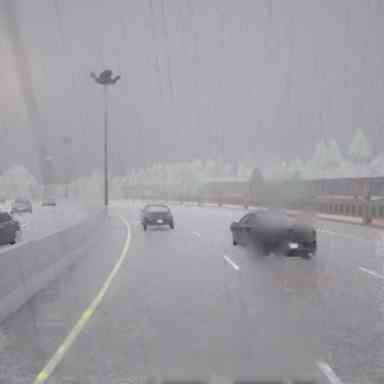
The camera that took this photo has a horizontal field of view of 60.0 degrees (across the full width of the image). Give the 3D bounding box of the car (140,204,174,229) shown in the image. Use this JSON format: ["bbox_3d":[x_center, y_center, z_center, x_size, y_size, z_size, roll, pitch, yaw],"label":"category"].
[{"bbox_3d":[-2.286,1.489,21.187,1.812,1.442,4.674,0,0,-11],"label":"car"}]

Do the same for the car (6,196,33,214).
[{"bbox_3d":[-18.009,1.556,35.367,2.128,1.511,4.902,-1,0,-24],"label":"car"}]

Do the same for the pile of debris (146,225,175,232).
[{"bbox_3d":[-1.875,2.140,19.494,1.500,0.140,1.860,0,0,-11],"label":"pile of debris"}]

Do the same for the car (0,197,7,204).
[{"bbox_3d":[-37.846,1.693,66.021,1.895,1.301,4.718,-1,0,-28],"label":"car"}]

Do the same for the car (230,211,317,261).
[{"bbox_3d":[2.734,1.431,12.270,1.882,1.535,5.008,0,0,-6],"label":"car"}]

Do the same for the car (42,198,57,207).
[{"bbox_3d":[-22.366,1.606,51.913,2.033,1.411,5.357,-1,0,-28],"label":"car"}]

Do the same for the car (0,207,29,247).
[{"bbox_3d":[-8.079,1.526,12.591,1.837,1.490,4.892,0,0,-8],"label":"car"}]
